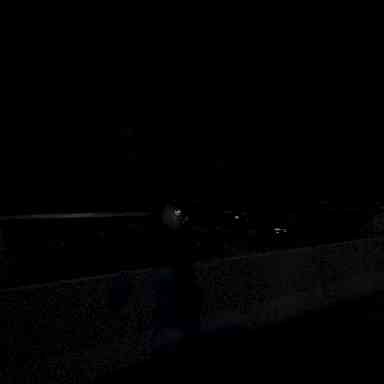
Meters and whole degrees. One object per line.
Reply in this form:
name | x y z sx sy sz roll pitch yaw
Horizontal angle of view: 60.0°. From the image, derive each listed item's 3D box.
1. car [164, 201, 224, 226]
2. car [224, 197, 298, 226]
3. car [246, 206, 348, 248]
car | 0.177 1.500 24.988 4.553 1.767 2.097 1 0 -32
car | 5.438 1.412 24.115 5.566 2.045 2.150 1 -1 -31
car | 5.234 1.615 15.779 5.008 1.535 1.882 1 -1 -32
